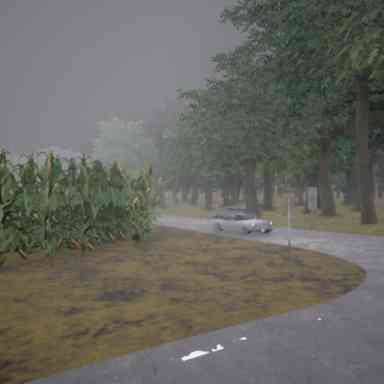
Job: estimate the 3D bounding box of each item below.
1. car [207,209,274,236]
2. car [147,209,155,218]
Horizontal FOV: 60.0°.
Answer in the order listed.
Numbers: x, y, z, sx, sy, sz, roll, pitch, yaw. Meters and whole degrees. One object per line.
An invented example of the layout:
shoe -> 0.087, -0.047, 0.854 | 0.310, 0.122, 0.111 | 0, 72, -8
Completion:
car -> 3.250, 2.088, 22.198 | 1.895, 1.301, 4.718 | -1, -1, -29
car -> -5.933, 2.158, 38.680 | 2.097, 1.767, 4.553 | -1, -1, -29
